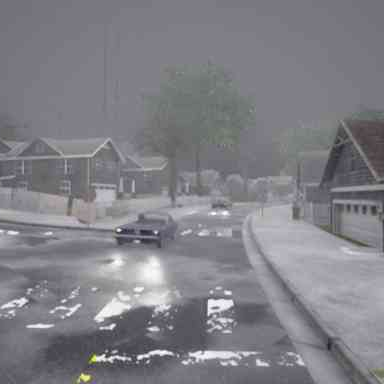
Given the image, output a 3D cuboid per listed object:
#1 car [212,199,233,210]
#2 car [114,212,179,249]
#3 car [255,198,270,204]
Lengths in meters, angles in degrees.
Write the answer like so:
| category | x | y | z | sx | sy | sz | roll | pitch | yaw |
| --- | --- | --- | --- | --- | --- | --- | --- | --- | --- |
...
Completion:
| category | x | y | z | sx | sy | sz | roll | pitch | yaw |
| --- | --- | --- | --- | --- | --- | --- | --- | --- | --- |
| car | 3.822 | 1.547 | 41.588 | 1.895 | 1.301 | 4.718 | 0 | 0 | 17 |
| car | -1.833 | 1.585 | 14.673 | 1.895 | 1.301 | 4.718 | 2 | 0 | 6 |
| car | 14.219 | 1.627 | 66.242 | 1.812 | 1.442 | 4.674 | 0 | -1 | 28 |
